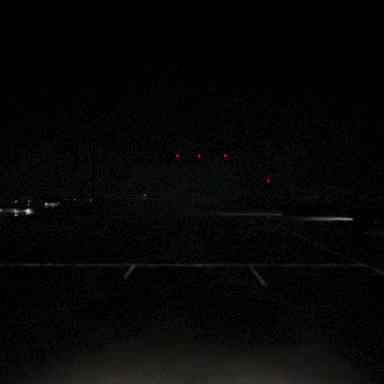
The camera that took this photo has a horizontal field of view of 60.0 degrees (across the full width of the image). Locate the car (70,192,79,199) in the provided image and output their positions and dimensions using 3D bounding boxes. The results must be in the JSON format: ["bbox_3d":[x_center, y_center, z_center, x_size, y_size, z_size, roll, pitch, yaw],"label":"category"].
[{"bbox_3d":[-31.202,0.901,88.656,2.097,1.767,4.553,0,0,-18],"label":"car"}]

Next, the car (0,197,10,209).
[{"bbox_3d":[-24.602,1.360,43.044,1.812,1.442,4.674,0,0,0],"label":"car"}]

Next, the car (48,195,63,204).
[{"bbox_3d":[-24.564,1.309,59.721,2.033,1.411,5.357,0,0,0],"label":"car"}]

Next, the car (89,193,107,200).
[{"bbox_3d":[-21.307,1.287,75.435,1.895,1.301,4.718,0,0,-3],"label":"car"}]

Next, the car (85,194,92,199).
[{"bbox_3d":[-28.037,1.150,90.197,1.812,1.442,4.674,0,0,-18],"label":"car"}]

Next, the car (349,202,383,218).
[{"bbox_3d":[14.851,1.471,26.438,4.181,1.385,1.994,0,0,4],"label":"car"}]

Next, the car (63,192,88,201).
[{"bbox_3d":[-21.069,1.263,60.425,1.837,1.490,4.892,0,0,0],"label":"car"}]

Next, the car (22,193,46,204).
[{"bbox_3d":[-28.055,1.115,59.241,2.097,1.767,4.553,0,0,0],"label":"car"}]

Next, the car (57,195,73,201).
[{"bbox_3d":[-28.221,1.293,74.047,1.895,1.301,4.718,0,0,-3],"label":"car"}]

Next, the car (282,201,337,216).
[{"bbox_3d":[10.821,1.491,30.955,4.718,1.301,1.895,0,0,12],"label":"car"}]

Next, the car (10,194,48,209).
[{"bbox_3d":[-21.108,1.188,43.294,2.097,1.767,4.553,0,0,0],"label":"car"}]

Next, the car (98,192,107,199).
[{"bbox_3d":[-24.376,0.981,90.355,2.097,1.767,4.553,0,0,-18],"label":"car"}]
